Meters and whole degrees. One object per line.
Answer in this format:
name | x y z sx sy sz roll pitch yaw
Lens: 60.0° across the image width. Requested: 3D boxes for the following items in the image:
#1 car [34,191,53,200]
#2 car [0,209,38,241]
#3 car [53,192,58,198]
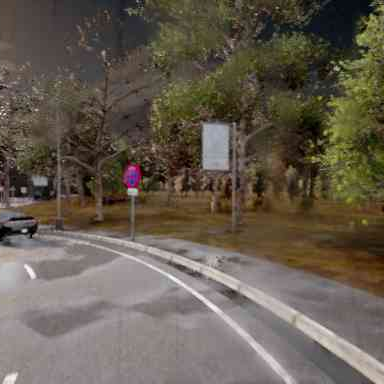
car | -35.184 0.737 78.021 2.150 2.045 5.566 -1 1 -8
car | -9.970 1.656 17.179 4.902 1.511 2.128 -1 0 34
car | -36.686 0.676 88.307 2.128 1.511 4.902 -1 1 -8
